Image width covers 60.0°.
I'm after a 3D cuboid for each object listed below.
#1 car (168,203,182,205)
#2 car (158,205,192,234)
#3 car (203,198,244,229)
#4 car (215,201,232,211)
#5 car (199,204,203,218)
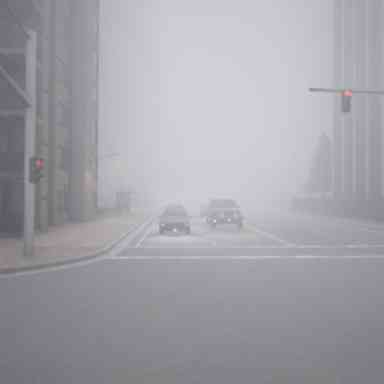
[{"bbox_3d":[-1.538,1.812,30.802,2.128,1.511,4.902,0,-1,-3],"label":"car"},{"bbox_3d":[-1.067,1.767,21.159,2.033,1.411,5.357,0,-1,-3],"label":"car"},{"bbox_3d":[2.280,1.495,24.375,2.150,2.045,5.566,0,-1,-3],"label":"car"},{"bbox_3d":[4.645,2.124,49.929,1.994,1.385,4.181,0,-1,-2],"label":"car"},{"bbox_3d":[1.764,1.932,34.999,2.033,1.411,5.357,0,-1,-3],"label":"car"}]
